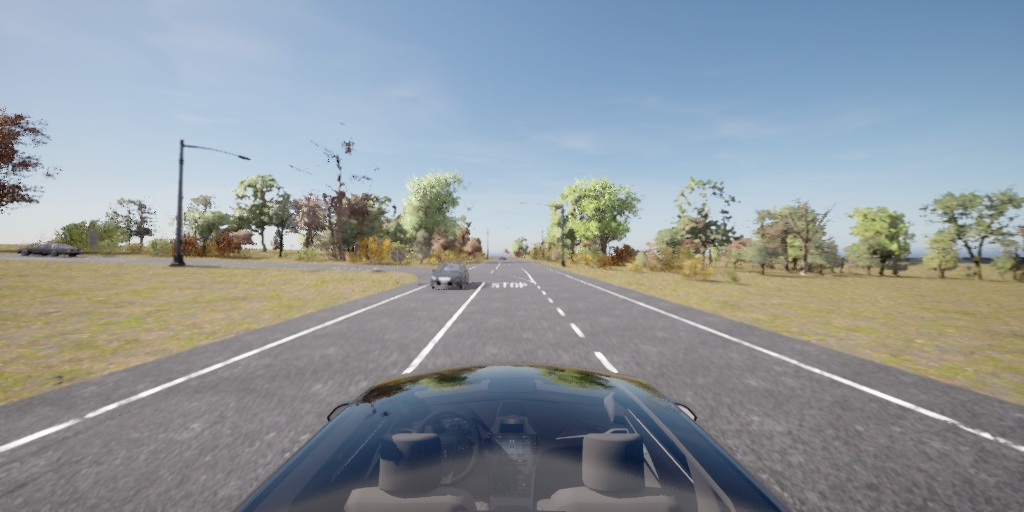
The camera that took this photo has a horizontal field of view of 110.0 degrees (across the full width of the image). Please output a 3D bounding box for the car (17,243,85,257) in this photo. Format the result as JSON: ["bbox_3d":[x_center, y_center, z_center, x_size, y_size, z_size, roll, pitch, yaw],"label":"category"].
[{"bbox_3d":[-49.174,-0.630,38.326,5.357,1.411,2.033,2,0,-1],"label":"car"}]

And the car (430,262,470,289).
[{"bbox_3d":[-3.637,1.136,21.669,2.128,1.511,4.902,0,0,0],"label":"car"}]
